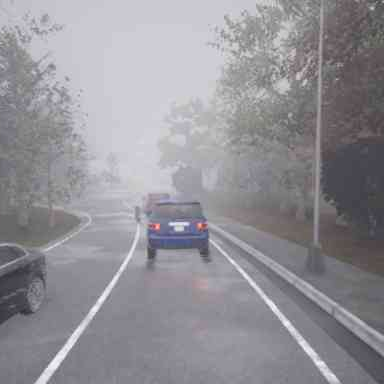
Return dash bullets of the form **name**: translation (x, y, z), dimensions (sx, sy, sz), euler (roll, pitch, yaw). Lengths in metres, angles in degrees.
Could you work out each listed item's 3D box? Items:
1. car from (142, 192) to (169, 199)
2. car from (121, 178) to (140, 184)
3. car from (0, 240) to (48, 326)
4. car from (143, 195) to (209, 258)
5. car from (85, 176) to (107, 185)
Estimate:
- **car**: translation (-3.030, 1.007, 28.717), dimensions (2.150, 2.045, 5.566), euler (-1, 2, -12)
- **car**: translation (-15.621, -2.748, 84.630), dimensions (5.008, 1.535, 1.882), euler (2, 5, 24)
- **car**: translation (-3.789, 1.531, 4.856), dimensions (2.128, 1.511, 4.902), euler (0, 0, -2)
- **car**: translation (-0.647, 1.289, 13.377), dimensions (2.150, 2.045, 5.566), euler (0, 0, -5)
- **car**: translation (-24.119, -2.842, 83.357), dimensions (5.566, 2.045, 2.150), euler (-1, 4, -3)
